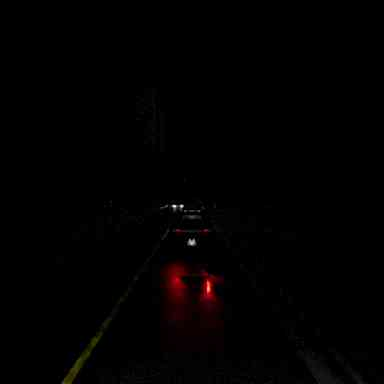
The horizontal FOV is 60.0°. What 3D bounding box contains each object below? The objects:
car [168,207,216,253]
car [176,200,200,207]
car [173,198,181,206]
[{"bbox_3d":[0.003,1.630,14.308,2.128,1.511,4.902,0,0,0],"label":"car"},{"bbox_3d":[0.001,1.772,29.305,2.128,1.511,4.902,0,0,0],"label":"car"},{"bbox_3d":[-3.009,2.152,71.799,1.837,1.490,4.892,0,0,0],"label":"car"}]
